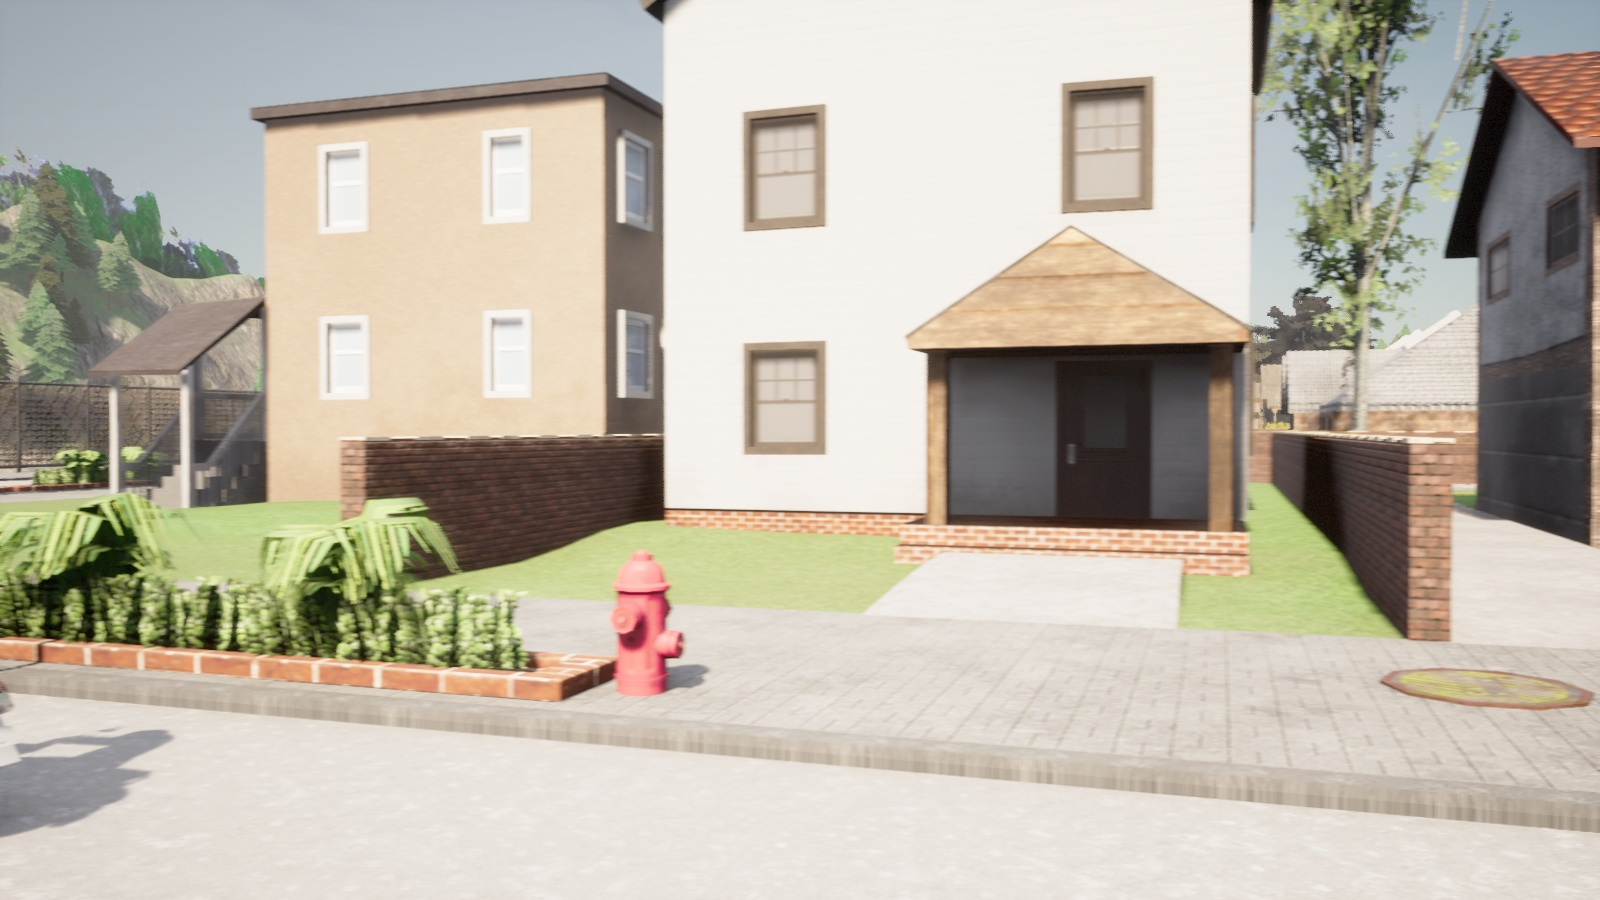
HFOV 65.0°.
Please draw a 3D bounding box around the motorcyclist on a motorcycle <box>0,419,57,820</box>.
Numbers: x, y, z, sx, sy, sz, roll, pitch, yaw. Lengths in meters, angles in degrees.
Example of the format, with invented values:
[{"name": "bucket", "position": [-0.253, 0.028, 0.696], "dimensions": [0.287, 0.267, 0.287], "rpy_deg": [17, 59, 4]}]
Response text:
[{"name": "motorcyclist on a motorcycle", "position": [-4.087, 0.666, 5.095], "dimensions": [1.817, 1.590, 0.866], "rpy_deg": [1, 1, 19]}]
